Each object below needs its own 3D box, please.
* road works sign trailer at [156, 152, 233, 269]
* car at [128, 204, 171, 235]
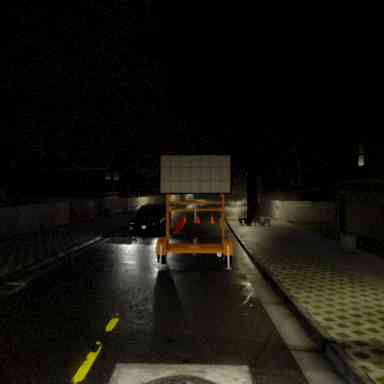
[{"bbox_3d":[0.116,0.464,11.121,2.380,3.560,2.880,0,0,2],"label":"road works sign trailer"},{"bbox_3d":[-2.284,1.504,18.953,1.837,1.490,4.892,0,0,3],"label":"car"}]
